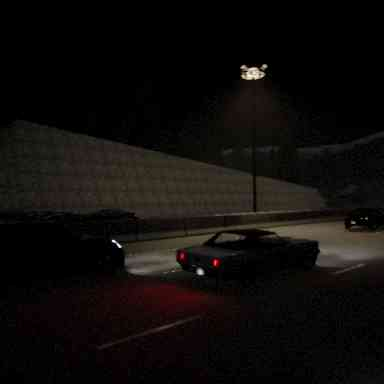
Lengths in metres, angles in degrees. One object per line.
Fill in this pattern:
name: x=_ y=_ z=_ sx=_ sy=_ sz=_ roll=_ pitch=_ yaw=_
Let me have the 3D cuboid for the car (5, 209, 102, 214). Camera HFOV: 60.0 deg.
car: x=-8.318 y=1.963 z=19.970 sx=4.902 sy=1.511 sz=2.128 roll=0 pitch=-1 yaw=-40

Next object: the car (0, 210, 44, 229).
car: x=-14.977 y=2.256 z=28.085 sx=4.181 sy=1.385 sz=1.994 roll=0 pitch=-1 yaw=-40

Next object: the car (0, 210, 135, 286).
car: x=-4.220 y=1.581 z=9.427 sx=4.553 sy=1.767 sz=2.097 roll=0 pitch=-1 yaw=-40

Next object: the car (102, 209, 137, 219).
car: x=-7.563 y=2.199 z=29.778 sx=5.357 sy=1.411 sz=2.033 roll=0 pitch=-1 yaw=-40

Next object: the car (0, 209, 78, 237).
car: x=-10.578 y=2.036 z=22.642 sx=4.902 sy=1.511 sz=2.128 roll=0 pitch=-1 yaw=-40

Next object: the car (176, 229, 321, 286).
car: x=1.909 y=1.781 z=10.024 sx=4.718 sy=1.301 sz=1.895 roll=0 pitch=-1 yaw=-40

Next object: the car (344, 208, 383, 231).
car: x=12.443 y=1.861 z=23.529 sx=4.674 sy=1.442 sz=1.812 roll=0 pitch=-1 yaw=-40
